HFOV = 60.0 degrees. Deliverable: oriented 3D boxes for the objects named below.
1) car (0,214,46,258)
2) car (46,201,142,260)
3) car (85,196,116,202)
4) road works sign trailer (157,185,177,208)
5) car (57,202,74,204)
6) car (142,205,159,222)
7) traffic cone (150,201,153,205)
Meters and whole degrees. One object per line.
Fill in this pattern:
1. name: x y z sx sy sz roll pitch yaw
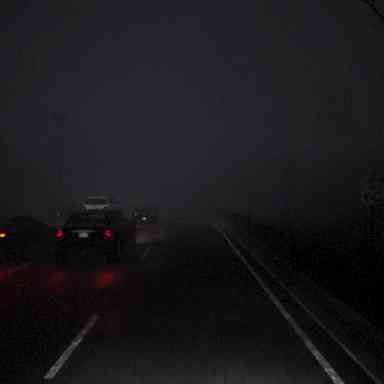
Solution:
1. car: -6.960 1.585 12.991 1.812 1.442 4.674 0 -1 1
2. car: -3.460 1.409 12.784 2.097 1.767 4.553 0 0 0
3. car: -7.150 1.344 26.729 2.150 2.045 5.566 0 0 -2
4. road works sign trailer: -3.811 0.705 53.486 2.380 3.560 2.880 0 0 -16
5. car: -10.764 1.608 28.926 1.882 1.535 5.008 0 0 -3
6. car: -3.675 1.724 27.239 1.895 1.301 4.718 0 0 -3
7. traffic cone: -7.155 2.225 59.807 0.340 0.580 0.340 0 0 -16
